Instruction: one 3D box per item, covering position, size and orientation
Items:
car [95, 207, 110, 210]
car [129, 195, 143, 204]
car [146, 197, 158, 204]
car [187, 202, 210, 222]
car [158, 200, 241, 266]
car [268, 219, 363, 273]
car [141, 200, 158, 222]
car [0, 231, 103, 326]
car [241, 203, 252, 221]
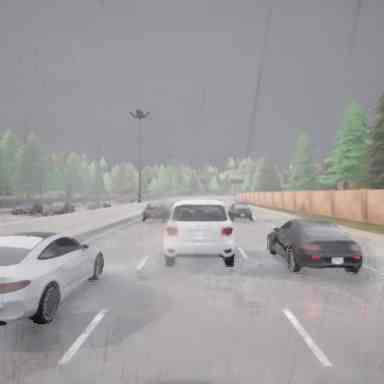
[{"bbox_3d":[-9.978,1.764,35.623,1.994,1.385,4.181,0,0,1],"label":"car"},{"bbox_3d":[-12.630,1.624,75.251,2.150,2.045,5.566,0,0,1],"label":"car"},{"bbox_3d":[-9.106,1.959,76.497,2.033,1.411,5.357,0,0,1],"label":"car"},{"bbox_3d":[0.572,1.686,28.900,1.812,1.442,4.674,0,0,1],"label":"car"},{"bbox_3d":[0.263,1.289,11.988,2.150,2.045,5.566,0,0,1],"label":"car"},{"bbox_3d":[3.741,1.585,10.755,1.812,1.442,4.674,0,0,1],"label":"car"},{"bbox_3d":[-2.938,1.647,27.927,2.128,1.511,4.902,0,0,1],"label":"car"},{"bbox_3d":[-3.328,1.566,7.077,1.812,1.442,4.674,0,0,1],"label":"car"},{"bbox_3d":[4.072,1.685,28.820,1.812,1.442,4.674,0,0,1],"label":"car"}]
